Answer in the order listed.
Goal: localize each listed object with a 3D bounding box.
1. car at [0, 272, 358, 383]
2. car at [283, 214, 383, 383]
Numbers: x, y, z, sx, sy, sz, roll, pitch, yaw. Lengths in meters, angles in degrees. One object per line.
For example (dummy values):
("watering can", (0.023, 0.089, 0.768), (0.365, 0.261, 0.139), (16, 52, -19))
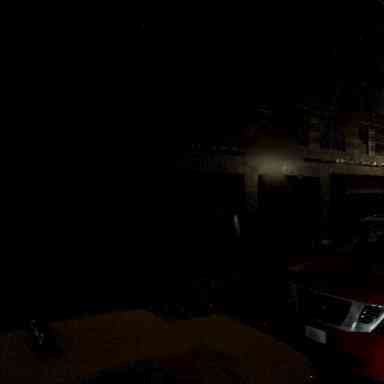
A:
("car", (-1.172, 1.519, 1.977), (4.829, 1.417, 1.752), (0, 0, -35))
("car", (3.463, 1.312, 5.272), (5.009, 1.841, 2.192), (0, 0, -35))
